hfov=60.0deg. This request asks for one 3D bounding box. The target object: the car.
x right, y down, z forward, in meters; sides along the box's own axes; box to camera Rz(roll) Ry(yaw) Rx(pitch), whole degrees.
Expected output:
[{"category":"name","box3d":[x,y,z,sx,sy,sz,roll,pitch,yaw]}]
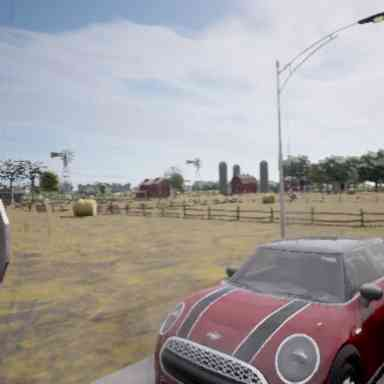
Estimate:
[{"category":"car","box3d":[1.641,1.492,4.768,2.097,1.767,4.553,-3,-3,44]}]
